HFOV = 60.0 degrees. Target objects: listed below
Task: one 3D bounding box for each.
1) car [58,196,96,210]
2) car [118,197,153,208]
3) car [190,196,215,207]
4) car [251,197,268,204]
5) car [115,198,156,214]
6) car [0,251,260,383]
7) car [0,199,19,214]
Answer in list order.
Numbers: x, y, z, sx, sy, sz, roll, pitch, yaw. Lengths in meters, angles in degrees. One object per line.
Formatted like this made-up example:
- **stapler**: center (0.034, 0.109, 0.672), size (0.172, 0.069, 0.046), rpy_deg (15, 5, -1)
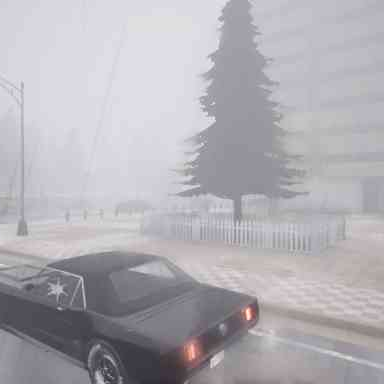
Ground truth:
- **car**: center (-14.499, 1.352, 42.037), size (2.097, 1.767, 4.553), rpy_deg (0, 0, 36)
- **car**: center (-8.489, 1.547, 50.365), size (2.033, 1.411, 5.357), rpy_deg (0, 0, 36)
- **car**: center (1.743, 1.351, 52.259), size (2.097, 1.767, 4.553), rpy_deg (0, 0, 36)
- **car**: center (12.434, 1.526, 61.140), size (1.812, 1.442, 4.674), rpy_deg (0, 0, 35)
- **car**: center (-5.951, 1.505, 35.601), size (1.837, 1.490, 4.892), rpy_deg (0, 0, 36)
- **car**: center (-1.510, 1.601, 5.084), size (4.718, 1.301, 1.895), rpy_deg (0, 0, 36)
- **car**: center (-20.395, 1.478, 33.861), size (1.882, 1.535, 5.008), rpy_deg (0, 0, 36)
